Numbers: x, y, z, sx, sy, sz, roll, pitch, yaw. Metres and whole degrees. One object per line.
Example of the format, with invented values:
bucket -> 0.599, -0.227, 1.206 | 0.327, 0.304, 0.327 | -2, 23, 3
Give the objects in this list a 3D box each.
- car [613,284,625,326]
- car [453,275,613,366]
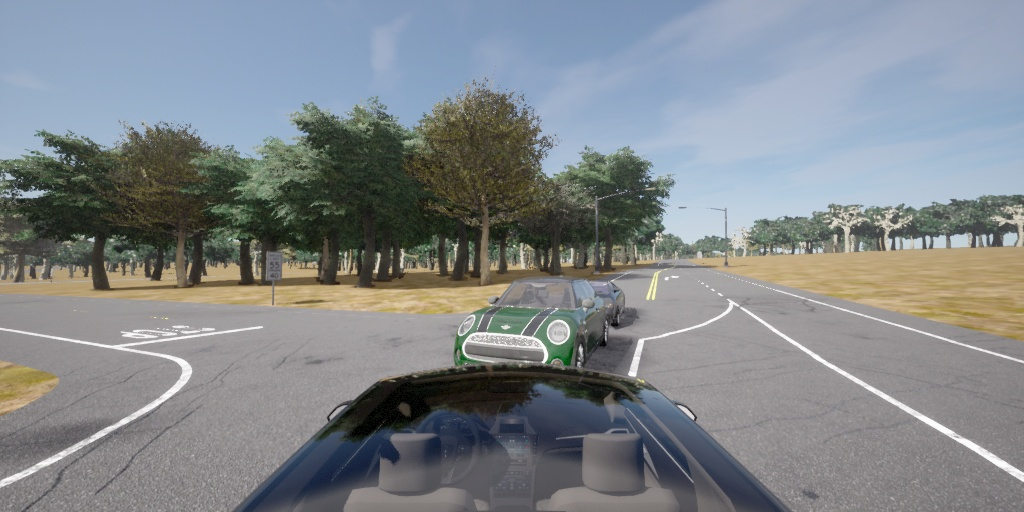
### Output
car -> 2.912, 1.555, 12.880 | 1.994, 1.385, 4.181 | -2, 0, 22
car -> 0.685, 1.222, 7.448 | 2.097, 1.767, 4.553 | -1, -2, 22
